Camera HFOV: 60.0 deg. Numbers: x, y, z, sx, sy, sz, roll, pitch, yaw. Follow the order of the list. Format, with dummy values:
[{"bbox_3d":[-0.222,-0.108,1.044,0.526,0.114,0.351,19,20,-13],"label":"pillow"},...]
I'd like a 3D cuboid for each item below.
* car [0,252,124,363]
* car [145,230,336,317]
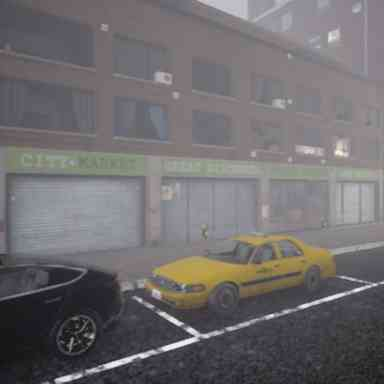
[{"bbox_3d":[-3.041,1.565,4.405,4.313,1.339,1.947,1,-1,-35],"label":"car"},{"bbox_3d":[1.318,1.582,7.513,4.829,1.417,1.752,1,-1,-35],"label":"car"}]
